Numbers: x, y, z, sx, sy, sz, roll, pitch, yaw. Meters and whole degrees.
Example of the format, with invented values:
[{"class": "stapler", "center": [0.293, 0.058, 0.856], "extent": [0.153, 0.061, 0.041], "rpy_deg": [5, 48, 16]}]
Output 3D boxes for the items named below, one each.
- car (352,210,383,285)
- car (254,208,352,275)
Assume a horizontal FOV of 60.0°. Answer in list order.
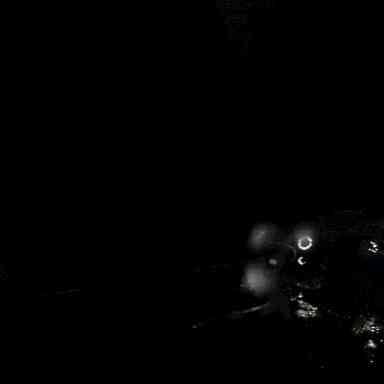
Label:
[{"class": "car", "center": [6.639, 1.227, 8.420], "extent": [5.566, 2.045, 2.150], "rpy_deg": [0, 0, -35]}, {"class": "car", "center": [4.091, 1.360, 10.596], "extent": [4.553, 1.767, 2.097], "rpy_deg": [0, 0, -35]}]
